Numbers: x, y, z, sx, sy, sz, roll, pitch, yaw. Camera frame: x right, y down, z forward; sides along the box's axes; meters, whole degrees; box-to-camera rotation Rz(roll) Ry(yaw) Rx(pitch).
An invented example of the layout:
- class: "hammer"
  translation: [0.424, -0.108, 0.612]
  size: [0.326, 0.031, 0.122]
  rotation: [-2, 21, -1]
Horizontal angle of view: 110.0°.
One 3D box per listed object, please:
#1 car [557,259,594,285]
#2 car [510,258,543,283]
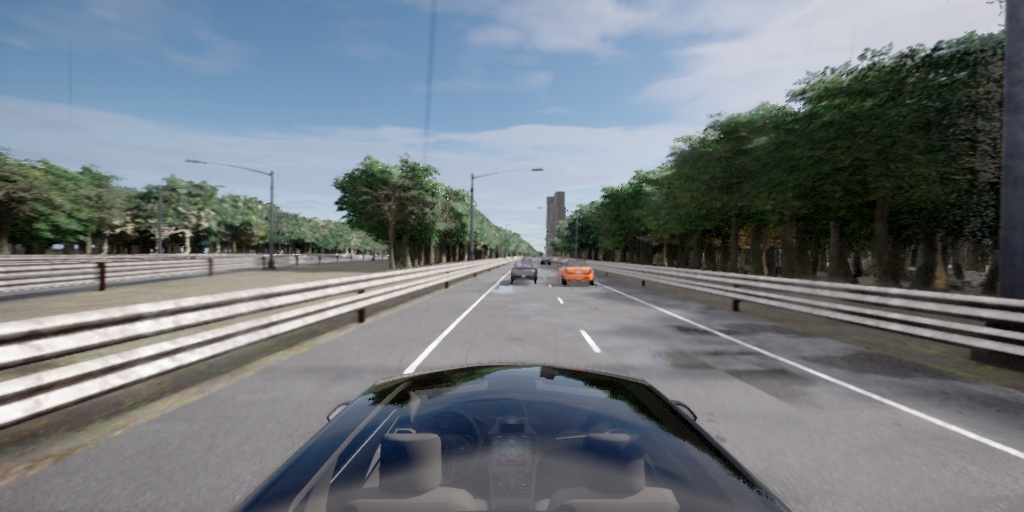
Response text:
- class: "car"
  translation: [4.350, 1.009, 25.056]
  size: [2.097, 1.767, 4.553]
  rotation: [1, 0, 3]
- class: "car"
  translation: [0.885, 1.112, 25.771]
  size: [2.128, 1.511, 4.902]
  rotation: [1, 0, 3]
